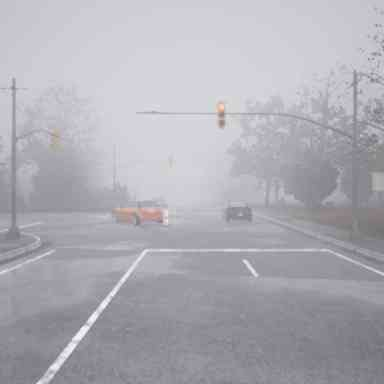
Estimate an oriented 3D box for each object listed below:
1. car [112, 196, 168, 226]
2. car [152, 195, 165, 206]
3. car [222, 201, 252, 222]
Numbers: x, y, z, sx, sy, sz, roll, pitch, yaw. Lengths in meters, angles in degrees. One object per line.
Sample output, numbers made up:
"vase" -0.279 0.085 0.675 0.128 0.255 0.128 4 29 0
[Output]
"car" -4.041 1.358 24.050 2.097 1.767 4.553 0 0 -38
"car" -6.619 1.711 65.379 2.150 2.045 5.566 0 -1 -11
"car" 3.529 1.484 26.789 1.882 1.535 5.008 0 0 0
